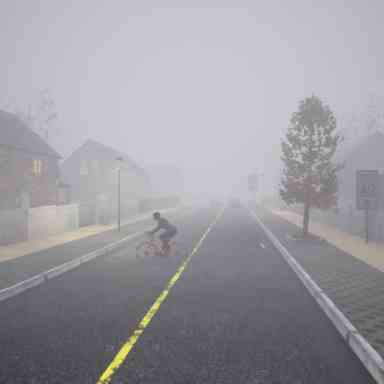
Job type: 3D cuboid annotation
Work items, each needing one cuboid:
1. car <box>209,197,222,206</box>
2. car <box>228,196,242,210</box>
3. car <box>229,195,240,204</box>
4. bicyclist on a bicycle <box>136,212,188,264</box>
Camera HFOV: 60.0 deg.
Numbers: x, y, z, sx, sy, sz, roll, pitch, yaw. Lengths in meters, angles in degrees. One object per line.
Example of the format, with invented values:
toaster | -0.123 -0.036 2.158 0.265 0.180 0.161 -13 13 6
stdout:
car | 3.844 1.464 53.054 1.882 1.535 5.008 0 0 8
car | 5.525 1.540 43.161 2.033 1.411 5.357 0 0 6
car | 8.466 1.469 66.651 2.128 1.511 4.902 0 0 7
bicyclist on a bicycle | -0.947 1.452 10.413 1.656 1.620 0.582 0 0 7
